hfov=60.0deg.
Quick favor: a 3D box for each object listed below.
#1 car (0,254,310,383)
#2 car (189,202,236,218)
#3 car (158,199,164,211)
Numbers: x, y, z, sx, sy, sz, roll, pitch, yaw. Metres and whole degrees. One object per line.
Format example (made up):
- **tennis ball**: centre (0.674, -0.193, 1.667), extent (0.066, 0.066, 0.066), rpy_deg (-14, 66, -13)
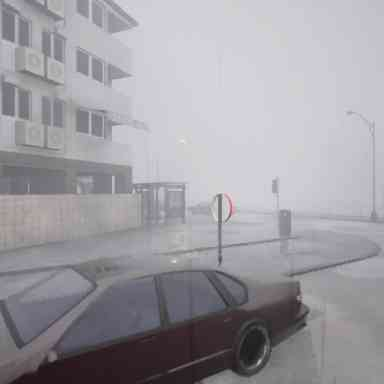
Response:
- **car**: centre (-0.837, 1.548, 4.011), extent (5.357, 1.411, 2.033), rpy_deg (0, 0, -35)
- **car**: centre (1.787, 1.601, 30.130), extent (1.895, 1.301, 4.718), rpy_deg (0, 0, -35)
- **car**: centre (-4.080, 1.547, 38.376), extent (2.033, 1.411, 5.357), rpy_deg (0, 0, -35)
